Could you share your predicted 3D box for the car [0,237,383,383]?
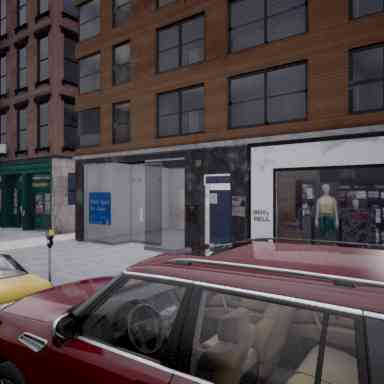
[{"bbox_3d":[0.347,1.315,2.564,5.009,1.841,2.192,0,0,36],"label":"car"}]
